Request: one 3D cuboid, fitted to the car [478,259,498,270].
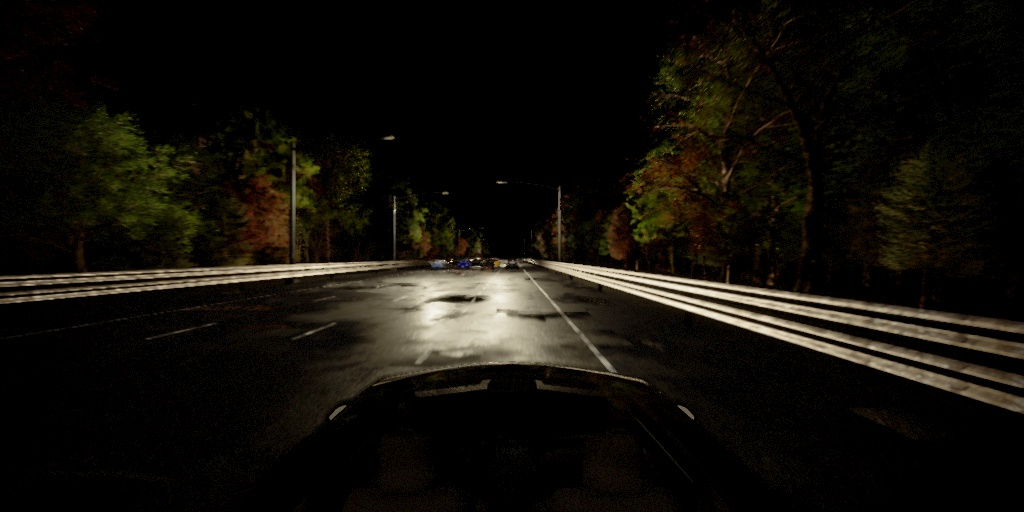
[{"bbox_3d":[-3.472,1.328,52.670,1.837,1.490,4.892,0,0,0],"label":"car"}]

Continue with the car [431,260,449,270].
[{"bbox_3d":[-10.473,1.357,52.574,2.033,1.411,5.357,0,0,0],"label":"car"}]

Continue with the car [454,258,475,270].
[{"bbox_3d":[-6.973,1.342,52.999,1.812,1.442,4.674,0,0,0],"label":"car"}]

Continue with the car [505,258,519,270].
[{"bbox_3d":[0.029,1.393,53.178,1.994,1.385,4.181,0,0,0],"label":"car"}]
